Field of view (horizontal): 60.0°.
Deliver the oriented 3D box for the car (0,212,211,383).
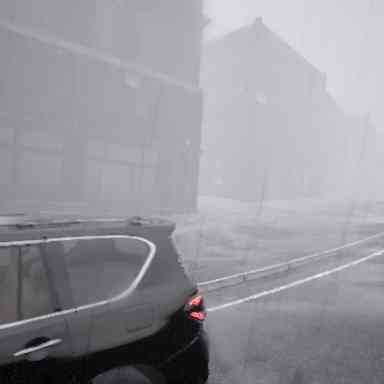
[{"bbox_3d":[-2.419,1.239,2.364,5.566,2.045,2.150,0,0,-36],"label":"car"}]
